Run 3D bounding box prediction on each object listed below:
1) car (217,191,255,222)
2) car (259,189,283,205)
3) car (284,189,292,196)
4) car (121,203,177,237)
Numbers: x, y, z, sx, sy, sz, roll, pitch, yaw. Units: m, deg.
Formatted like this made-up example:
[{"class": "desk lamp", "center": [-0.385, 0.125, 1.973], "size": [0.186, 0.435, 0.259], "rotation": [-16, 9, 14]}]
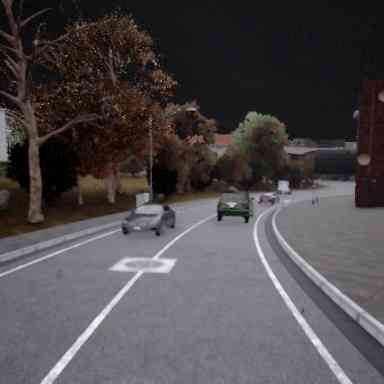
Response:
[{"class": "car", "center": [3.211, 0.919, 23.893], "size": [2.150, 2.045, 5.566], "rotation": [1, 2, 14]}, {"class": "car", "center": [9.630, 0.715, 41.120], "size": [1.812, 1.442, 4.674], "rotation": [3, 3, 26]}, {"class": "car", "center": [16.029, -0.041, 58.567], "size": [1.994, 1.385, 4.181], "rotation": [4, 5, 37]}, {"class": "car", "center": [-2.017, 1.300, 17.036], "size": [1.812, 1.442, 4.674], "rotation": [1, 1, 10]}]
